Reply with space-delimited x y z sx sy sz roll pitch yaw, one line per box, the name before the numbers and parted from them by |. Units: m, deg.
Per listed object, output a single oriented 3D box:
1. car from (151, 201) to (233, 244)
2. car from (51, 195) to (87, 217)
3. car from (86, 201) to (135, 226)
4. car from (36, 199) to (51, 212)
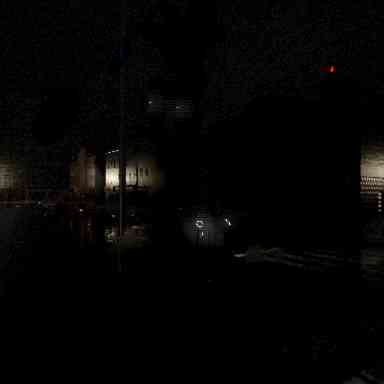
car | -0.120 1.368 16.033 2.097 1.767 4.553 1 0 -36
car | -11.546 1.278 32.058 2.150 2.045 5.566 1 0 -35
car | -5.806 1.562 23.984 1.812 1.442 4.674 1 0 -35
car | -17.513 1.605 40.513 1.812 1.442 4.674 1 0 -35
